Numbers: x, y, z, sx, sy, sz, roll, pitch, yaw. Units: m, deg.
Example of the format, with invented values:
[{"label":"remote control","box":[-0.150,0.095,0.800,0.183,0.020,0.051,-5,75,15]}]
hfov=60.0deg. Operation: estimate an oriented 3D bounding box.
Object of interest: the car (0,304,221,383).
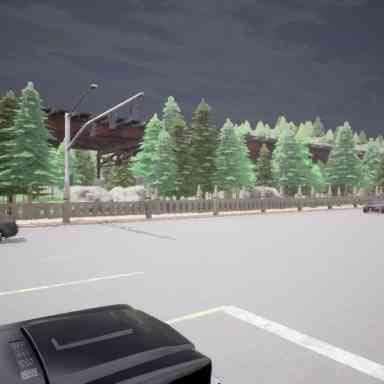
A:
[{"label":"car","box":[-2.077,1.601,2.284,4.718,1.301,1.895,0,0,-35]}]

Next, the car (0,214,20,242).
[{"label":"car","box":[-10.037,1.506,14.030,4.892,1.490,1.837,1,0,-36]}]

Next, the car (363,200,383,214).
[{"label":"car","box":[20.091,1.564,35.516,4.181,1.385,1.994,0,0,-36]}]
